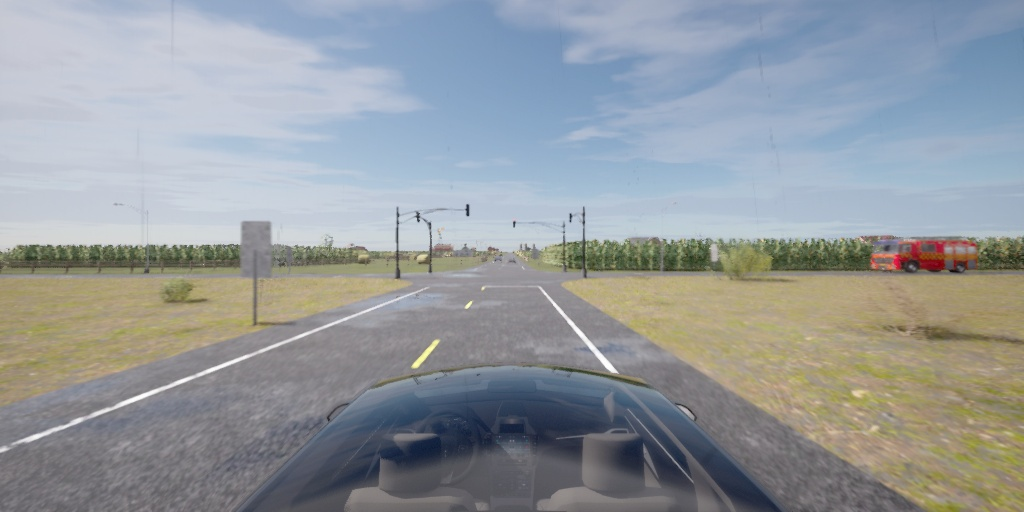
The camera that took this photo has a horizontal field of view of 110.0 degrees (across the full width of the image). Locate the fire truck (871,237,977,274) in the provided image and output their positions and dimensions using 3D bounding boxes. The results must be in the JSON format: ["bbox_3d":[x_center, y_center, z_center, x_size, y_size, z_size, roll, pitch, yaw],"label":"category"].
[{"bbox_3d":[43.770,-0.105,38.278,8.468,3.827,2.891,0,0,0],"label":"fire truck"}]
